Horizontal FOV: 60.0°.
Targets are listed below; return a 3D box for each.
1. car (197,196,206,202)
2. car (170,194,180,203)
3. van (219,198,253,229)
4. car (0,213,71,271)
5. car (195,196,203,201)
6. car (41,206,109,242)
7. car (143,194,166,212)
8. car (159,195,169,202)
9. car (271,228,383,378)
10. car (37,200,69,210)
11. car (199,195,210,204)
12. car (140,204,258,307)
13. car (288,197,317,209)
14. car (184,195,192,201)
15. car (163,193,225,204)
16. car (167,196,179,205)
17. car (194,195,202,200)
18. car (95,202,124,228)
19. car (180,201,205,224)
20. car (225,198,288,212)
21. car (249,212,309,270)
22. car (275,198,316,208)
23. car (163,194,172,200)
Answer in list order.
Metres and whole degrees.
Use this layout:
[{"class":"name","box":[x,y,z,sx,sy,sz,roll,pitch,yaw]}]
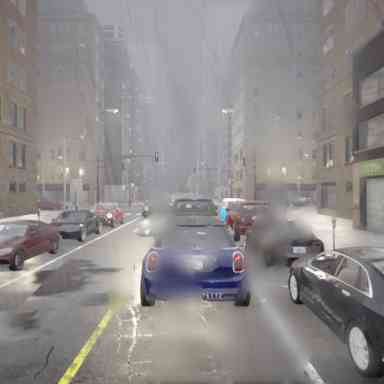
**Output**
[{"class":"car","box":[2.105,1.616,77.093,1.802,1.307,4.206,0,0,-1]},{"class":"car","box":[-3.613,1.384,71.362,2.097,1.767,4.553,0,0,-1]},{"class":"van","box":[2.800,1.340,21.897,1.690,1.788,3.998,0,0,0]},{"class":"car","box":[-5.694,1.581,10.817,1.802,1.307,4.206,0,0,0]},{"class":"car","box":[1.824,1.633,88.395,1.802,1.307,4.206,0,0,-1]},{"class":"car","box":[-5.710,1.565,16.342,1.947,1.339,4.313,0,0,0]},{"class":"car","box":[-3.187,1.351,29.688,2.097,1.767,4.553,0,0,-5]},{"class":"car","box":[-6.417,1.474,76.890,1.967,1.590,4.097,0,0,-1]},{"class":"car","box":[2.848,1.550,5.326,2.008,1.369,4.403,0,0,0]},{"class":"car","box":[-16.445,1.573,38.523,4.181,1.385,1.994,0,0,0]},{"class":"car","box":[2.386,1.463,65.786,1.967,1.590,4.097,0,0,-1]},{"class":"car","box":[0.030,1.352,8.141,2.097,1.767,4.553,0,0,-1]},{"class":"car","box":[14.912,1.478,45.489,4.902,1.511,2.128,0,0,0]},{"class":"car","box":[-1.099,1.609,91.021,1.994,1.385,4.181,0,0,-1]},{"class":"car","box":[0.058,1.221,15.487,2.150,2.045,5.566,0,0,0]},{"class":"car","box":[-3.435,1.510,61.728,2.128,1.511,4.902,0,0,-1]},{"class":"car","box":[1.682,1.613,94.048,1.887,1.381,4.507,0,0,-1]},{"class":"car","box":[-5.726,1.439,21.867,1.967,1.590,4.097,0,0,0]},{"class":"car","box":[0.025,1.525,26.053,1.812,1.442,4.674,0,0,-1]},{"class":"car","box":[2.816,1.314,16.374,2.192,1.841,5.009,0,0,0]},{"class":"car","box":[2.831,1.565,10.850,1.947,1.339,4.313,0,0,0]},{"class":"car","box":[15.047,1.538,48.741,5.357,1.411,2.033,0,0,0]},{"class":"car","box":[-6.841,1.384,93.850,2.192,1.841,5.009,0,0,-1]}]
